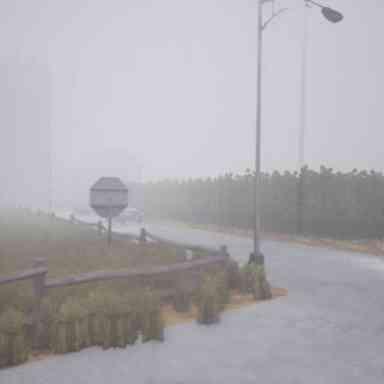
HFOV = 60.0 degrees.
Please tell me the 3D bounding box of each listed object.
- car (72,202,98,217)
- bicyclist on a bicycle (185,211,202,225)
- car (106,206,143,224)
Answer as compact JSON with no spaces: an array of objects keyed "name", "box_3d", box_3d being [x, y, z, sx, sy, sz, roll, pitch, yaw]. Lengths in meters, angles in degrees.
[{"name":"car","box_3d":[-12.029,1.947,37.447,1.837,1.490,4.892,1,-1,-36]},{"name":"bicyclist on a bicycle","box_3d":[0.151,1.790,25.985,1.656,1.620,0.582,1,-1,-36]},{"name":"car","box_3d":[-5.878,1.960,28.885,1.812,1.442,4.674,1,-1,-36]}]
